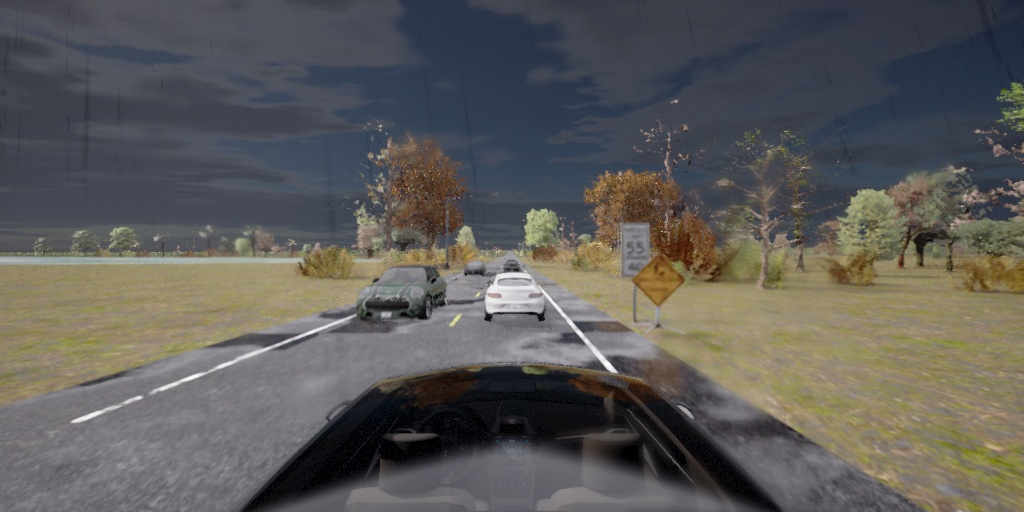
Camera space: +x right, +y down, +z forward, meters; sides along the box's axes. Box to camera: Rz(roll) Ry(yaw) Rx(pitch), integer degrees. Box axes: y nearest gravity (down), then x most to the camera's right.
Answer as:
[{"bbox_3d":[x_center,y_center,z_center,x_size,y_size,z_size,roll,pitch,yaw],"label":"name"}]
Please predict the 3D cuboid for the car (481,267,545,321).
[{"bbox_3d":[0.084,1.273,12.393,1.812,1.442,4.674,0,0,0],"label":"car"}]

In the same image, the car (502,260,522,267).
[{"bbox_3d":[0.000,1.230,40.478,1.837,1.490,4.892,0,0,0],"label":"car"}]

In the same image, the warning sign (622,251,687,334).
[{"bbox_3d":[3.549,0.864,8.745,1.300,1.860,1.060,0,0,0],"label":"warning sign"}]

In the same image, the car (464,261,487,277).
[{"bbox_3d":[-3.579,1.208,35.547,1.882,1.535,5.008,0,0,0],"label":"car"}]

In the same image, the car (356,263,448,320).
[{"bbox_3d":[-3.602,1.099,12.514,2.097,1.767,4.553,0,0,0],"label":"car"}]
